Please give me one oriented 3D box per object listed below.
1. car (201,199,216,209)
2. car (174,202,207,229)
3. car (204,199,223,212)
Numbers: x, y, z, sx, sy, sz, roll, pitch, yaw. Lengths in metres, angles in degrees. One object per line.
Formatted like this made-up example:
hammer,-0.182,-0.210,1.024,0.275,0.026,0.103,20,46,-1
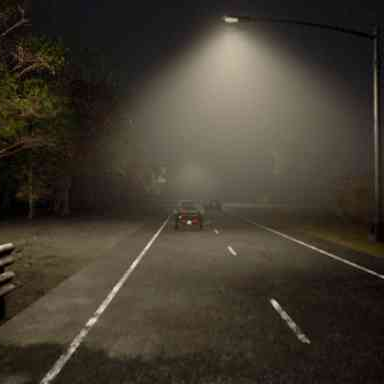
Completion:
car,2.666,1.964,54.271,2.033,1.411,5.357,0,0,-1
car,-0.215,1.692,23.095,1.837,1.490,4.892,0,-1,-1
car,2.833,1.693,44.239,2.097,1.767,4.553,0,0,-1
